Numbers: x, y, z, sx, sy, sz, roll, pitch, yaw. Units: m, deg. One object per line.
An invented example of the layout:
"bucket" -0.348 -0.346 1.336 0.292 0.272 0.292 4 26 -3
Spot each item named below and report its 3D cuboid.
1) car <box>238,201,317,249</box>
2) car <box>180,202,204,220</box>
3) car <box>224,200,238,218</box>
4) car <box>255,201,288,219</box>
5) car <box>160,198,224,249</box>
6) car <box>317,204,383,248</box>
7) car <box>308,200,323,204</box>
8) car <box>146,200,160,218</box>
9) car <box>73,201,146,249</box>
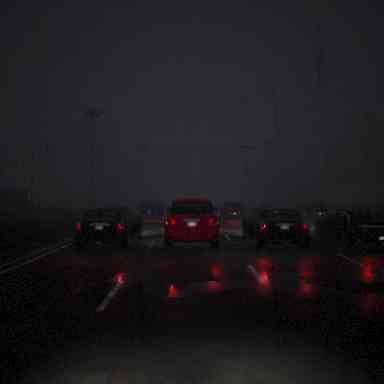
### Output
"car" 3.500 1.363 14.648 2.097 1.767 4.553 0 0 0
"car" 0.000 1.614 29.709 1.895 1.301 4.718 0 0 0
"car" 3.500 1.514 29.679 1.837 1.490 4.892 0 0 0
"car" 7.000 1.570 29.679 1.994 1.385 4.181 0 0 0
"car" 0.000 1.255 14.708 2.150 2.045 5.566 0 0 0
"car" 7.000 1.492 14.678 2.128 1.511 4.902 0 0 0
"car" 10.500 1.514 29.679 1.837 1.490 4.892 0 0 0
"car" -3.500 1.482 29.679 1.882 1.535 5.008 0 0 0
"car" -3.500 1.363 14.648 2.097 1.767 4.553 0 0 0
